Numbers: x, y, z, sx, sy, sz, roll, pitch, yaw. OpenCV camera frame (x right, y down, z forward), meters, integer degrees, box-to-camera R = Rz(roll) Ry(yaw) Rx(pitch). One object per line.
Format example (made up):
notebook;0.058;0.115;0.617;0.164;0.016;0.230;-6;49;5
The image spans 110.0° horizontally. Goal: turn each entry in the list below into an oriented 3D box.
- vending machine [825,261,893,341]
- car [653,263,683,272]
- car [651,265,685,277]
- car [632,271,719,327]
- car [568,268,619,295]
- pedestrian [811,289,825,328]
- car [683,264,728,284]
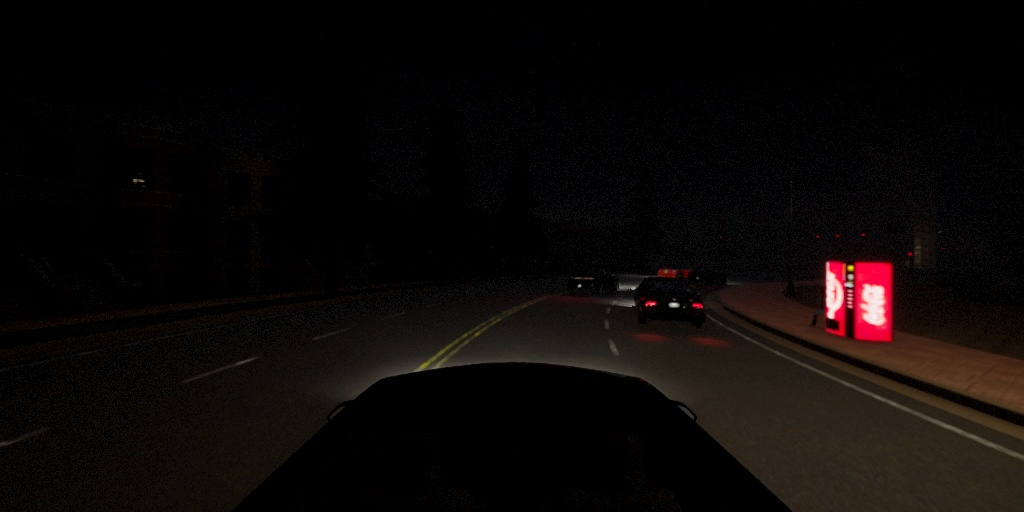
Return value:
vending machine;8.737;1.111;9.090;1.100;2.100;0.880;0;0;13
car;16.513;1.573;35.518;4.553;1.767;2.097;1;0;-34
car;20.104;1.861;46.143;4.674;1.442;1.812;1;-1;-33
car;5.248;1.443;12.398;2.033;1.411;5.357;1;0;17
car;5.014;1.457;21.719;2.128;1.511;4.902;0;-1;32
pedestrian;8.638;1.063;9.888;0.375;1.860;0.375;1;0;14
car;16.624;1.651;30.387;5.008;1.535;1.882;1;-1;-44
